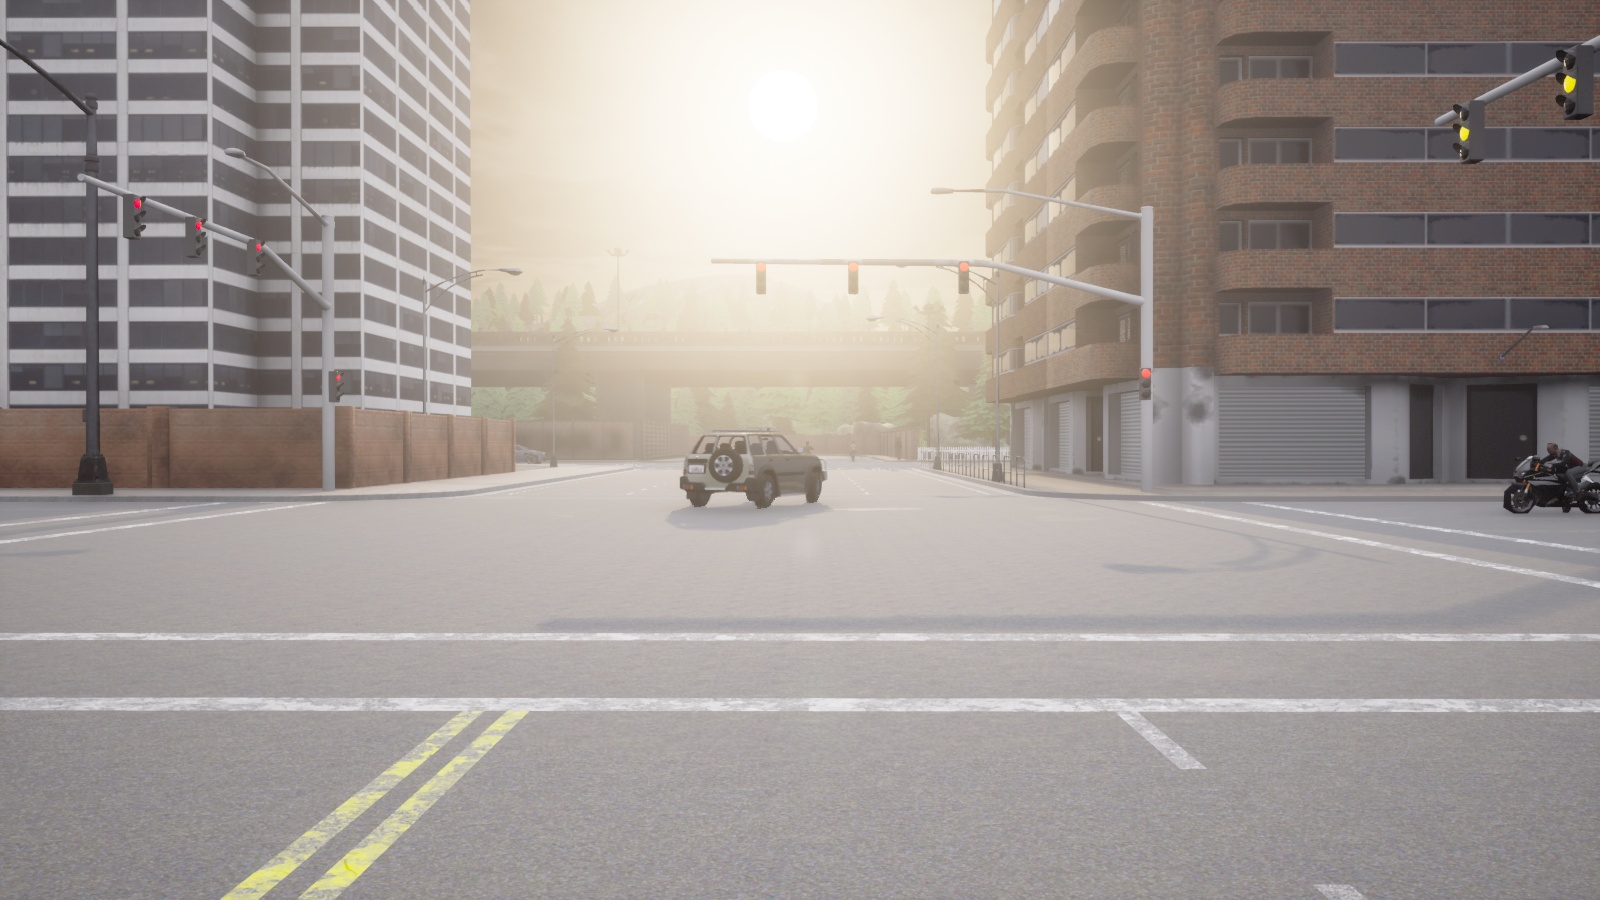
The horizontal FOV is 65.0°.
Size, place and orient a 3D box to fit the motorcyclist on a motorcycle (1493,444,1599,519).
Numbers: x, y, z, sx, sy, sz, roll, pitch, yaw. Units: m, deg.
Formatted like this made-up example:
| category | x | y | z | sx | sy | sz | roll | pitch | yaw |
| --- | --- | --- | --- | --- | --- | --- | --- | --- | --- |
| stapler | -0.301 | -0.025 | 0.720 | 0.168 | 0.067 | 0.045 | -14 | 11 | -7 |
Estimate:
| category | x | y | z | sx | sy | sz | roll | pitch | yaw |
| --- | --- | --- | --- | --- | --- | --- | --- | --- | --- |
| motorcyclist on a motorcycle | 15.862 | 0.646 | 26.328 | 2.191 | 1.530 | 0.866 | 0 | 0 | 1 |

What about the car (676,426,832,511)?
| category | x | y | z | sx | sy | sz | roll | pitch | yaw |
| --- | --- | --- | --- | --- | --- | --- | --- | --- | --- |
| car | -0.985 | 0.393 | 29.976 | 1.932 | 1.855 | 4.605 | 1 | 0 | 23 |

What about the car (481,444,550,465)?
| category | x | y | z | sx | sy | sz | roll | pitch | yaw |
| --- | --- | --- | --- | --- | --- | --- | --- | --- | --- |
| car | -18.803 | 0.271 | 83.105 | 4.181 | 1.385 | 1.994 | 0 | 0 | 0 |
